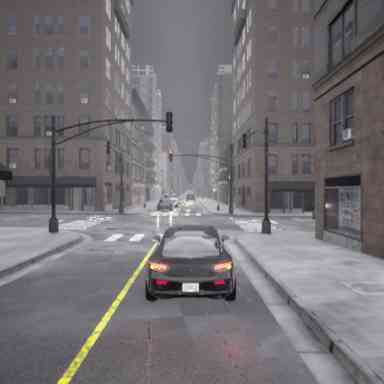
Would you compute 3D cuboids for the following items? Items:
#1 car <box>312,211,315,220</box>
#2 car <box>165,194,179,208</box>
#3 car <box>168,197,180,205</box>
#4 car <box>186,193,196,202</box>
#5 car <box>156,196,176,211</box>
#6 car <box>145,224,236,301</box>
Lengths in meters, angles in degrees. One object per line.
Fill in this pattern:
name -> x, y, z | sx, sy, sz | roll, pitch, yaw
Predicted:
car -> 12.257, 1.709, 26.825 | 5.008, 1.535, 1.882 | 1, 0, -1
car -> -3.285, 1.270, 50.854 | 2.150, 2.045, 5.566 | 0, 0, 0
car -> -3.293, 1.612, 61.433 | 2.033, 1.411, 5.357 | 0, 0, 0
car -> -0.306, 1.321, 81.732 | 2.150, 2.045, 5.566 | 0, 0, 0
car -> -3.264, 1.538, 40.800 | 1.837, 1.490, 4.892 | 0, 0, -2
car -> -0.024, 1.523, 8.196 | 1.812, 1.442, 4.674 | 0, 0, 0
